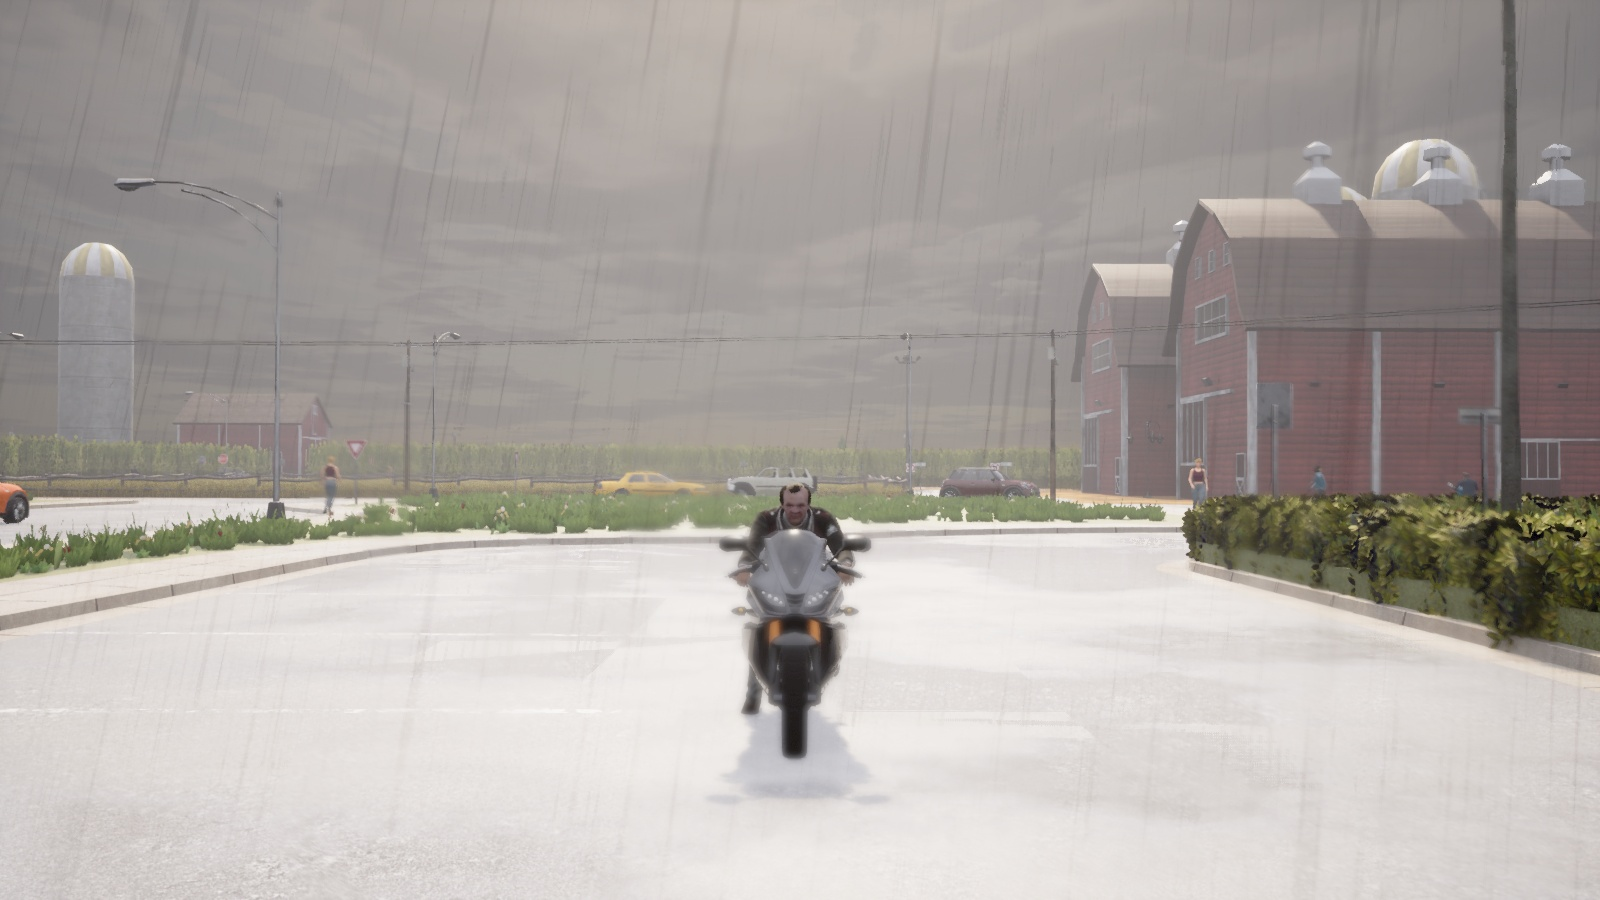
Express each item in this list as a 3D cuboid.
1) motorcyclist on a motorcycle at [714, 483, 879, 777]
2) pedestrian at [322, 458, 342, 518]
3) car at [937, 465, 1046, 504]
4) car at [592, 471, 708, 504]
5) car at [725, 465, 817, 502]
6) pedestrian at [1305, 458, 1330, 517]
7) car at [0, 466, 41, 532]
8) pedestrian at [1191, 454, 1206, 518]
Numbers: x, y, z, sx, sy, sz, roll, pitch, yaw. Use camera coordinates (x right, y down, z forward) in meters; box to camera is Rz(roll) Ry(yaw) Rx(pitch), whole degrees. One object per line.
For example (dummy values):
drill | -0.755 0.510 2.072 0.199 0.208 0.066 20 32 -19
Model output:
motorcyclist on a motorcycle | -0.023 0.979 7.742 0.866 1.530 2.191 0 -1 0
pedestrian | -14.508 1.180 38.922 0.345 1.836 0.594 0 -1 4
car | 8.877 1.589 58.289 4.553 1.767 2.097 -1 -1 26
car | -7.177 1.794 60.372 5.366 1.575 1.801 0 -1 0
car | -1.480 1.708 63.924 4.605 1.855 1.932 0 -1 -1
pedestrian | 16.977 1.223 41.183 0.692 1.930 0.396 -1 -1 16
car | -22.714 1.326 33.575 2.097 1.767 4.553 0 -1 -1
pedestrian | 11.516 1.031 36.264 0.345 1.836 0.594 0 -1 12
